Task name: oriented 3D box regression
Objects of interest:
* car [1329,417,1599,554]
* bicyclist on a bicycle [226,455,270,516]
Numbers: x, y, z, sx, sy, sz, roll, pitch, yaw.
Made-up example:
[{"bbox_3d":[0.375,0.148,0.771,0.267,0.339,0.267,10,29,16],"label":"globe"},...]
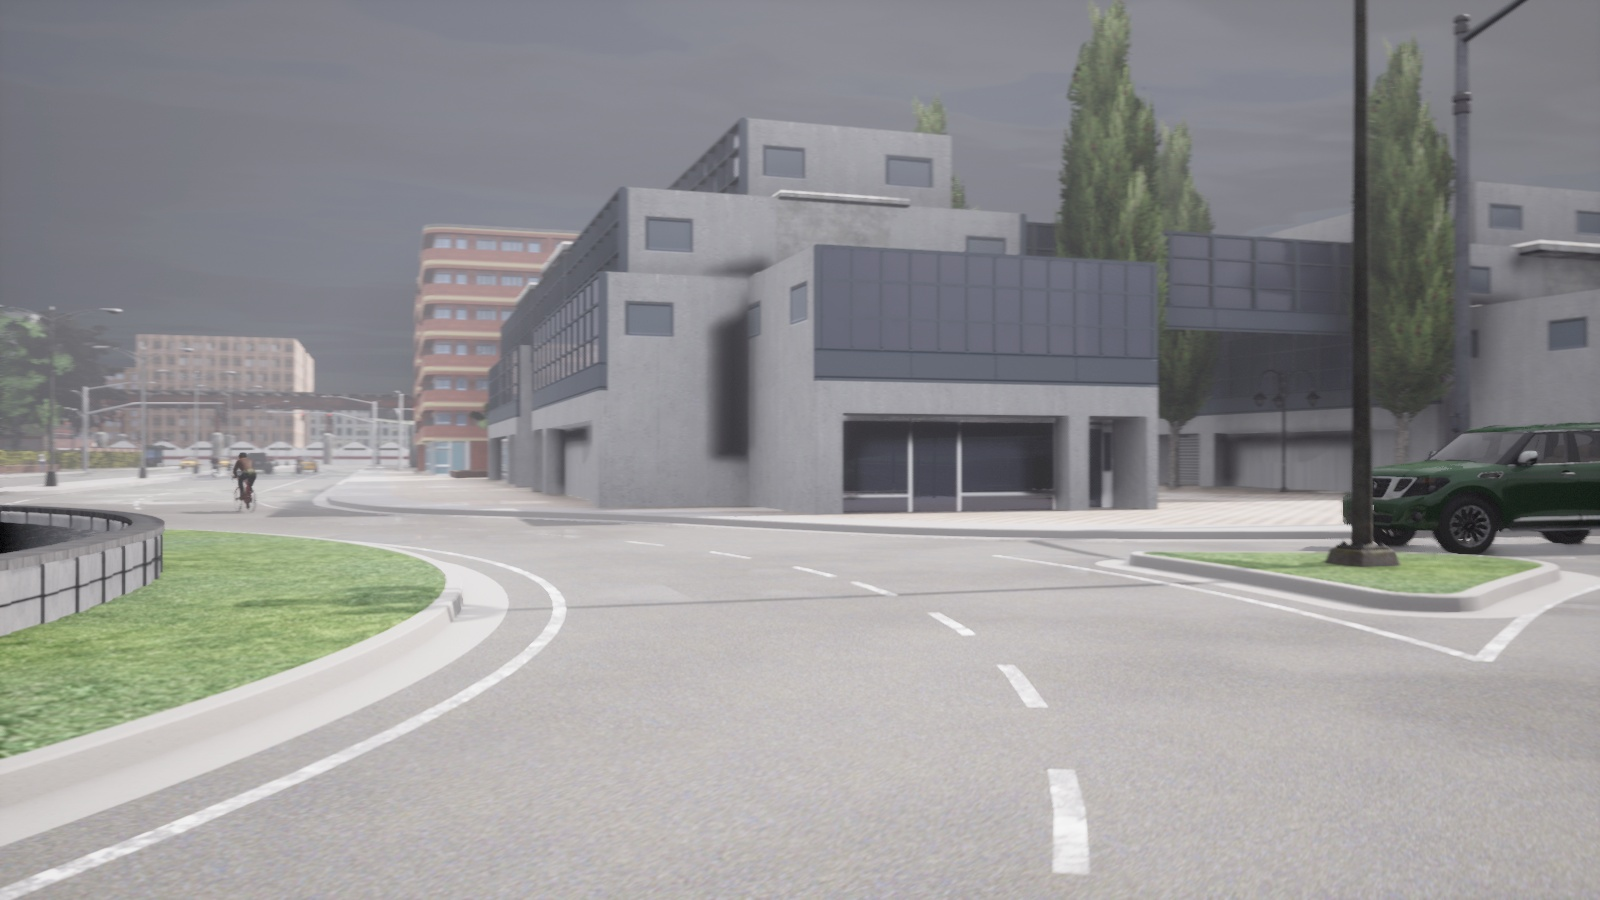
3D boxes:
[{"bbox_3d":[11.684,0.525,20.178,5.566,2.045,2.150,0,0,-9],"label":"car"},{"bbox_3d":[-14.899,0.948,33.875,0.582,1.620,1.656,1,-1,-42],"label":"bicyclist on a bicycle"}]
